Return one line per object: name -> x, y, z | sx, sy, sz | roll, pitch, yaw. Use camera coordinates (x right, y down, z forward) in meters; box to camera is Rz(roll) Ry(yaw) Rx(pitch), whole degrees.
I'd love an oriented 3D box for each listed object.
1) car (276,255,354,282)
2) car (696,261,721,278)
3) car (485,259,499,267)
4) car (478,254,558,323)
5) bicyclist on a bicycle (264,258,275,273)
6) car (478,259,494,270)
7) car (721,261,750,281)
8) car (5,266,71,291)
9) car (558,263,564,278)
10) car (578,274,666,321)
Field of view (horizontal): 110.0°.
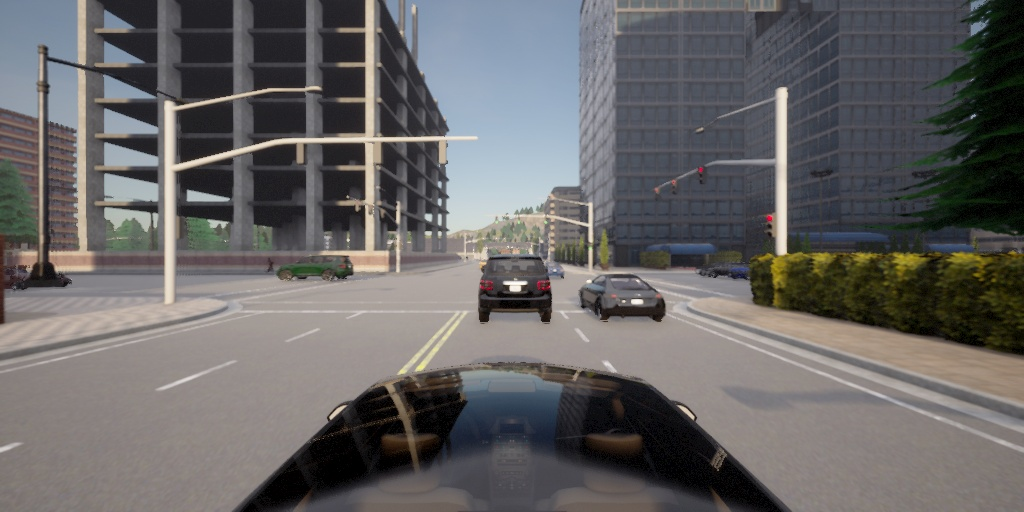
car -> -15.453, 0.931, 28.318 | 5.566, 2.045, 2.150 | 0, 0, 2
car -> 19.170, 1.196, 32.204 | 4.902, 1.511, 2.128 | 0, 0, 0
car -> -3.522, 1.205, 63.674 | 2.033, 1.411, 5.357 | 0, 0, 1
car -> 0.092, 0.955, 12.264 | 2.150, 2.045, 5.566 | 0, 0, 0
bicyclist on a bicycle -> -26.436, 0.996, 39.106 | 0.582, 1.620, 1.656 | 0, 0, 1
car -> -3.565, 1.154, 50.717 | 1.882, 1.535, 5.008 | 0, 0, 0
car -> 19.969, 1.188, 28.710 | 5.008, 1.535, 1.882 | -1, 0, 0
car -> -28.954, 1.284, 21.146 | 4.181, 1.385, 1.994 | 0, 0, 1
car -> 3.604, 1.251, 32.837 | 2.033, 1.411, 5.357 | 0, 0, 0
car -> 3.601, 1.297, 12.398 | 1.994, 1.385, 4.181 | 0, 0, -1
